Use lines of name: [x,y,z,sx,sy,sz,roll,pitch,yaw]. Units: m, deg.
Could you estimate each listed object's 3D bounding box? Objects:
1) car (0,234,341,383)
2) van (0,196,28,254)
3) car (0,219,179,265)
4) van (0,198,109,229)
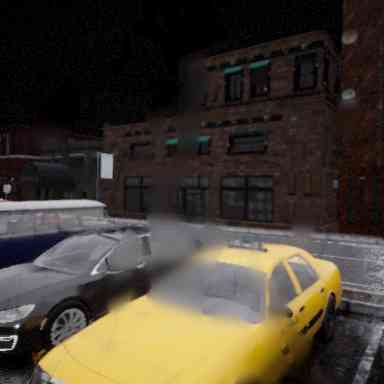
car: [0.610,1.464,4.484,1.946,1.575,5.366,0,0,35]
van: [-8.177,1.167,11.120,1.878,1.987,4.442,0,0,36]
car: [-1.545,1.450,6.255,2.231,1.521,4.892,0,0,35]
van: [-3.746,1.204,7.961,1.878,1.987,4.442,0,0,35]
